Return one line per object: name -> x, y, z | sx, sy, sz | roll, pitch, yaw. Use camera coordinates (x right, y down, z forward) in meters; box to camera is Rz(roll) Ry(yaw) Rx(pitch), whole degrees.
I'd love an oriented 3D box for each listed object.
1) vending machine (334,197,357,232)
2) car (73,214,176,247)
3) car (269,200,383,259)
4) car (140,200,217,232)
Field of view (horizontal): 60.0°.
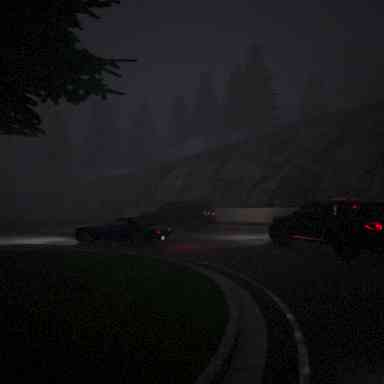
vending machine -> 9.528, 1.350, 20.608 | 1.100, 2.100, 0.880 | 0, -1, -41
car -> -3.490, 1.933, 16.558 | 4.718, 1.301, 1.895 | -1, -1, 19
car -> 5.540, 1.338, 13.456 | 2.150, 2.045, 5.566 | 0, -1, -27
car -> -1.075, 1.609, 22.947 | 5.566, 2.045, 2.150 | -1, -2, 19
